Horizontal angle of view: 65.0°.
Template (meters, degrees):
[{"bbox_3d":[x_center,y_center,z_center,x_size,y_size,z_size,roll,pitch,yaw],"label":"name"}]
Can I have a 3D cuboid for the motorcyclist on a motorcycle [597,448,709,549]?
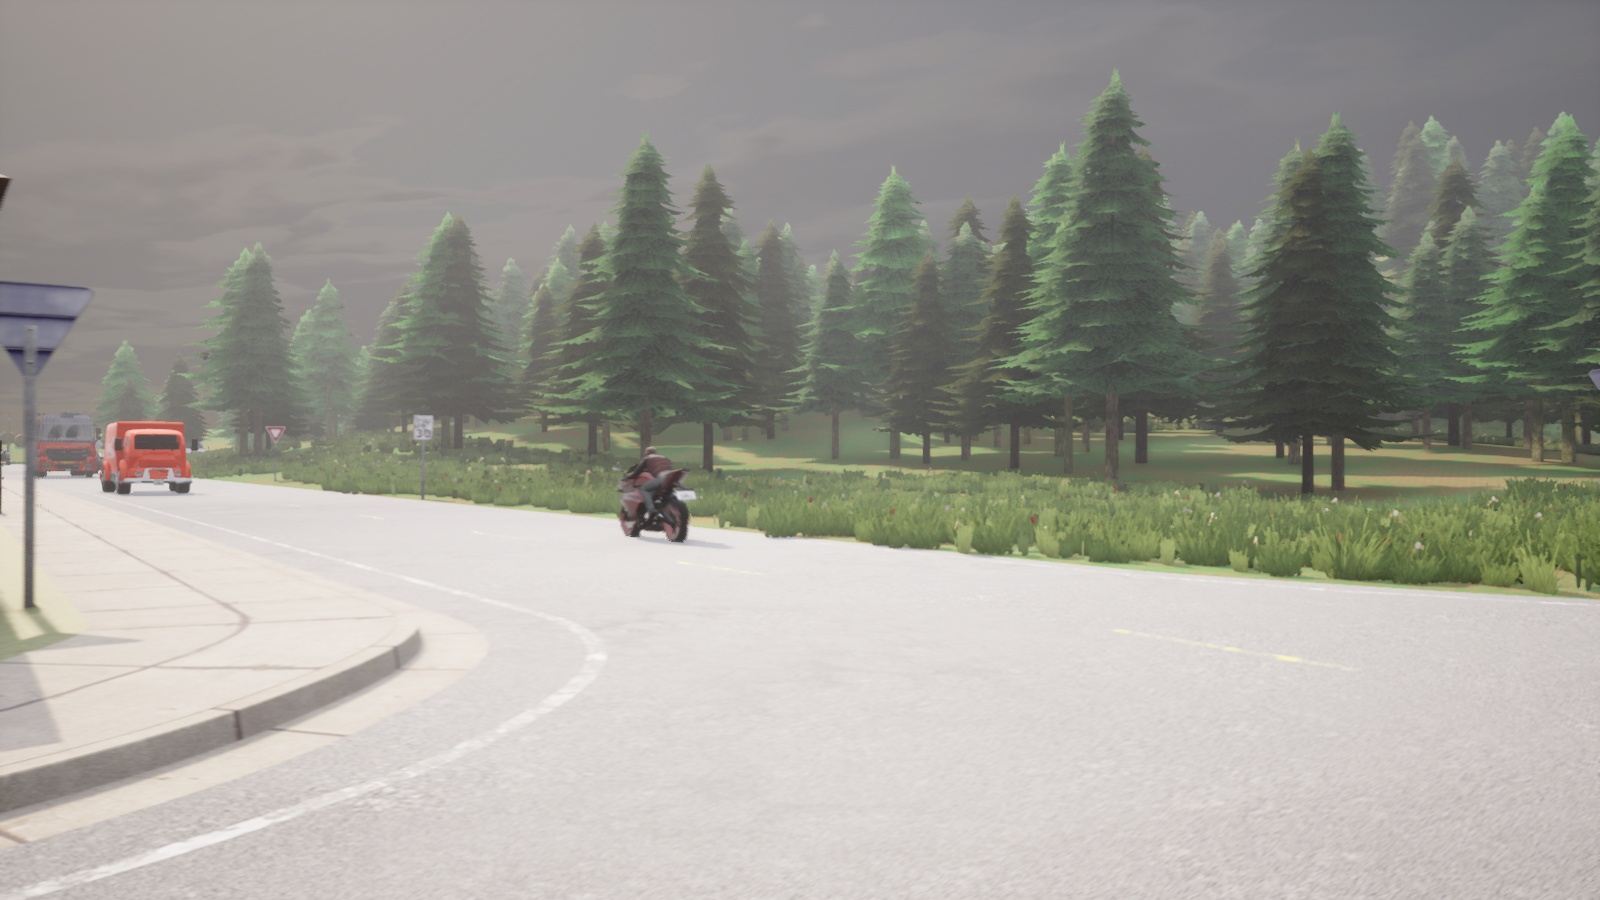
[{"bbox_3d":[-2.392,0.741,20.202,0.866,1.530,2.191,0,0,-34],"label":"motorcyclist on a motorcycle"}]

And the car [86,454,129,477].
[{"bbox_3d":[-47.747,1.060,86.540,2.128,1.511,4.902,0,0,-34],"label":"car"}]

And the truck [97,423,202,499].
[{"bbox_3d":[-22.684,0.368,43.681,2.627,2.467,5.204,0,0,-34],"label":"truck"}]

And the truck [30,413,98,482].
[{"bbox_3d":[-43.628,-0.128,74.318,2.891,3.827,8.468,0,0,-34],"label":"truck"}]
